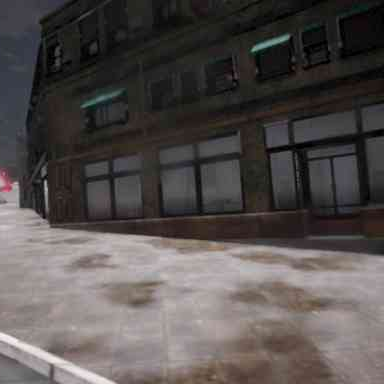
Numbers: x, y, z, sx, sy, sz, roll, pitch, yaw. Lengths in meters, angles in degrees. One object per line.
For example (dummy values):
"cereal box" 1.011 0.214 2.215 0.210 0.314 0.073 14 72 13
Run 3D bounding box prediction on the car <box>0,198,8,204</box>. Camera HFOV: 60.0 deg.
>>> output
"car" -35.572 1.738 60.501 1.994 1.385 4.181 -4 0 4
